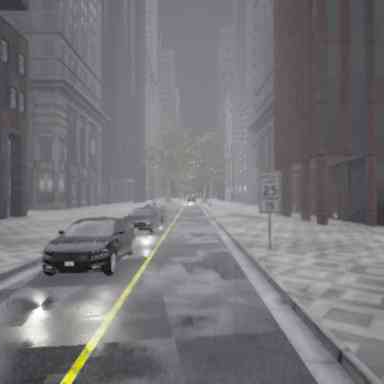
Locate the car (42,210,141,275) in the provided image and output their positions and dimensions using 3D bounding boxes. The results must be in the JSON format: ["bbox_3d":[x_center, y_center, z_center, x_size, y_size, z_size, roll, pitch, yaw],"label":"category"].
[{"bbox_3d":[-3.102,1.559,10.912,1.882,1.535,5.008,0,0,0],"label":"car"}]

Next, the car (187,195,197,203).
[{"bbox_3d":[-0.016,1.860,87.211,2.150,2.045,5.566,0,0,0],"label":"car"}]

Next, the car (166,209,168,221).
[{"bbox_3d":[-3.005,1.713,26.568,2.128,1.511,4.902,0,0,0],"label":"car"}]

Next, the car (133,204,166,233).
[{"bbox_3d":[-3.095,1.702,21.187,2.033,1.411,5.357,0,0,0],"label":"car"}]
